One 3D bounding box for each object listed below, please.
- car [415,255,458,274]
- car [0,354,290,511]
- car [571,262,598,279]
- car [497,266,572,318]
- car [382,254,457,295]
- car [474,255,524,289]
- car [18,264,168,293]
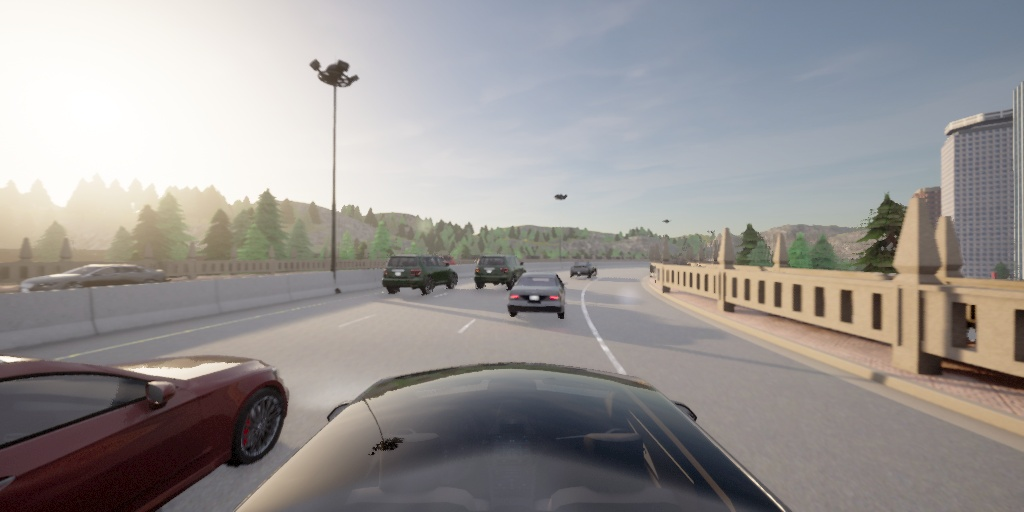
[{"bbox_3d":[-8.751,0.965,42.123,2.150,2.045,5.566,0,0,21],"label":"car"},{"bbox_3d":[-3.310,1.260,1.923,1.812,1.442,4.674,0,0,0],"label":"car"},{"bbox_3d":[6.714,1.248,33.276,2.128,1.511,4.902,0,0,22],"label":"car"},{"bbox_3d":[1.036,1.284,13.090,2.033,1.411,5.357,0,0,9],"label":"car"},{"bbox_3d":[-4.855,0.936,19.577,2.150,2.045,5.566,0,0,12],"label":"car"},{"bbox_3d":[-0.609,0.950,22.451,2.150,2.045,5.566,0,0,14],"label":"car"},{"bbox_3d":[-19.661,1.152,17.180,2.128,1.511,4.902,0,0,10],"label":"car"}]
